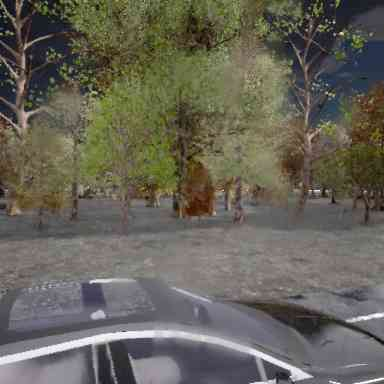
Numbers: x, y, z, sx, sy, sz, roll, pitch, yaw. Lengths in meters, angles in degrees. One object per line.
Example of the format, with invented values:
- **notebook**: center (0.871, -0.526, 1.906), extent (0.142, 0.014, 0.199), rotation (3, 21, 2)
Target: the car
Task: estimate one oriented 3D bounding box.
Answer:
- **car**: center (-0.465, 1.490, 2.563), extent (4.902, 1.511, 2.128), rotation (0, 0, -21)
